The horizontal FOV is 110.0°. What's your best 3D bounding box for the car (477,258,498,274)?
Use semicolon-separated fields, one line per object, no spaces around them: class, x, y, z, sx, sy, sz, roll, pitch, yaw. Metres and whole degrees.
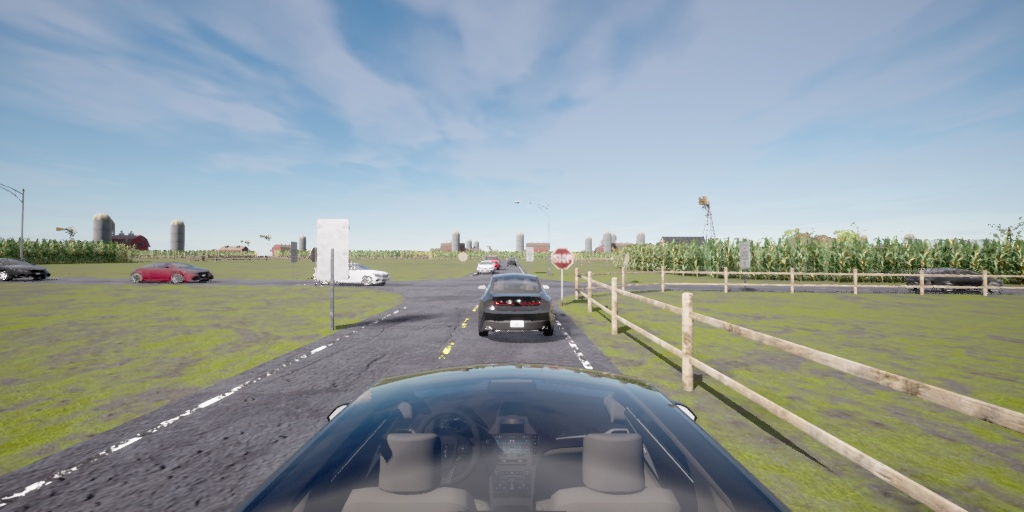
car;-2.881;1.264;40.597;1.812;1.442;4.674;0;0;0

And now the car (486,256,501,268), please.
car;-2.891;0.950;51.155;2.150;2.045;5.566;0;0;0

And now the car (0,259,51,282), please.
car;-33.284;0.894;23.351;4.892;1.490;1.837;0;-1;0

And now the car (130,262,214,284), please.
car;-22.019;1.067;23.321;4.181;1.385;1.994;1;-1;1

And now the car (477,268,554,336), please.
car;0.066;1.256;10.355;1.837;1.490;4.892;0;0;-1

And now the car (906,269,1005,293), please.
car;28.566;1.582;23.187;4.892;1.490;1.837;1;-1;0

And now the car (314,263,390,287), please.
car;-10.103;1.149;22.742;4.674;1.442;1.812;0;-1;8
